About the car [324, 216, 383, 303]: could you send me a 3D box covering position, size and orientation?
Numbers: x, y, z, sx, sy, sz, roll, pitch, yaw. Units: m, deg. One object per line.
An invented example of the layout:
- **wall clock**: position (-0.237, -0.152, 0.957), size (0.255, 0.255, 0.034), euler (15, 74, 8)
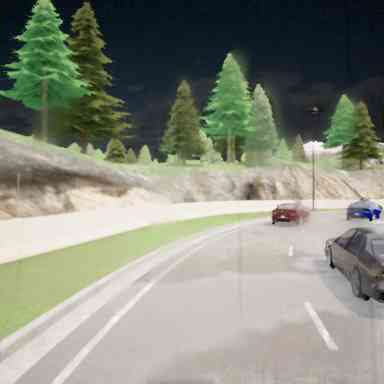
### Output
- **car**: position (4.654, 1.583, 8.223), size (2.033, 1.411, 5.357), euler (0, 0, 12)

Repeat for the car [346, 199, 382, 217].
- **car**: position (14.459, 1.588, 27.869), size (1.882, 1.535, 5.008), euler (0, 0, 39)

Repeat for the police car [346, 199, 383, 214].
- **police car**: position (19.868, 1.656, 38.018), size (4.974, 1.542, 2.038), euler (1, 0, -38)

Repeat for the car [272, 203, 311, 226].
- **car**: position (7.366, 1.528, 24.460), size (1.882, 1.535, 5.008), euler (0, 0, 31)
